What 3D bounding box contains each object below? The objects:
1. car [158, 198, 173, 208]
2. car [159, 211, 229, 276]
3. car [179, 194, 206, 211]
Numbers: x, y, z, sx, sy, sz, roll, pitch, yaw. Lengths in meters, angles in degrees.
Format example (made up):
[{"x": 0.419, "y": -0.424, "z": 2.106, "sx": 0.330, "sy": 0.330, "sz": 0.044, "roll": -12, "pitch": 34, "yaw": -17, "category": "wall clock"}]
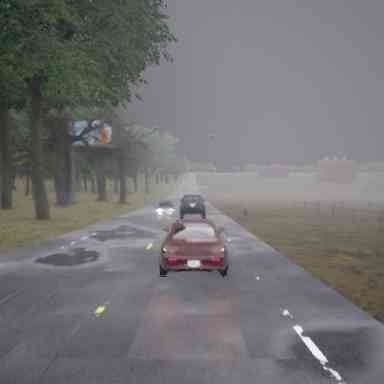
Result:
[{"x": -3.620, "y": 1.521, "z": 46.108, "sx": 1.895, "sy": 1.301, "sz": 4.718, "roll": 0, "pitch": 0, "yaw": 0, "category": "car"}, {"x": 0.058, "y": 1.533, "z": 10.223, "sx": 1.812, "sy": 1.442, "sz": 4.674, "roll": 0, "pitch": 0, "yaw": 0, "category": "car"}, {"x": 0.065, "y": 1.207, "z": 29.602, "sx": 2.150, "sy": 2.045, "sz": 5.566, "roll": 0, "pitch": 0, "yaw": 0, "category": "car"}]
